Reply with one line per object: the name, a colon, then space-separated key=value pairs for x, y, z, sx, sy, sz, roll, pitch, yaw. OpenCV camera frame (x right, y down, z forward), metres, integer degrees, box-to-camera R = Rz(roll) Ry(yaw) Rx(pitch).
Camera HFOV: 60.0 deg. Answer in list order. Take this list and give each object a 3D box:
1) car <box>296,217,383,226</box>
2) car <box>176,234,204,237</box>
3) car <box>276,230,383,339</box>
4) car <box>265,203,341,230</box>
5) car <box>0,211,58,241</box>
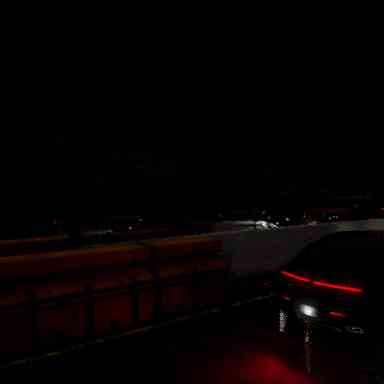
car: x=8.497 y=1.214 z=18.527 sx=5.566 sy=2.045 sz=2.150 roll=0 pitch=0 yaw=-36
car: x=-1.276 y=1.600 z=15.905 sx=4.718 sy=1.301 sz=1.895 roll=0 pitch=0 yaw=-35
car: x=3.708 y=1.505 z=6.391 sx=4.892 sy=1.490 sz=1.837 roll=-1 pitch=0 yaw=-35
car: x=7.428 y=1.544 z=22.063 sx=5.357 sy=1.411 sz=2.033 roll=0 pitch=0 yaw=-35
car: x=-8.400 y=1.564 z=15.166 sx=4.181 sy=1.385 sz=1.994 roll=0 pitch=0 yaw=-35
